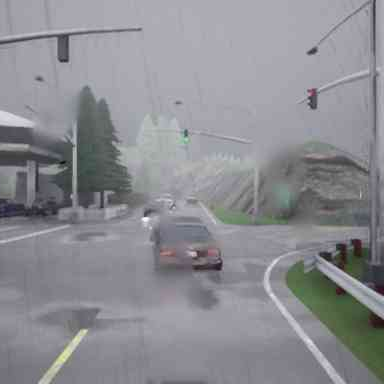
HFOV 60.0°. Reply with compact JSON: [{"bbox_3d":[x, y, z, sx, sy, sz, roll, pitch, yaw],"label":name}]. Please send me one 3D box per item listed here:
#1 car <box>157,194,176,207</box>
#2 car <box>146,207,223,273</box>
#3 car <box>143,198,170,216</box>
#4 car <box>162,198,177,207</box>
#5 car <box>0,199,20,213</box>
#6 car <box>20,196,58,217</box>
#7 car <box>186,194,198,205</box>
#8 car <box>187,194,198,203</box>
[{"bbox_3d":[-3.594,1.305,43.398,2.150,2.045,5.566,0,0,0],"label":"car"},{"bbox_3d":[-0.375,1.507,10.781,2.033,1.411,5.357,0,2,-8],"label":"car"},{"bbox_3d":[-3.600,1.611,33.041,2.033,1.411,5.357,0,0,0],"label":"car"},{"bbox_3d":[-3.560,1.651,54.045,2.033,1.411,5.357,0,0,0],"label":"car"},{"bbox_3d":[-20.240,1.551,36.633,2.242,1.667,4.611,0,0,-1],"label":"car"},{"bbox_3d":[-14.532,1.375,32.356,1.905,1.878,3.866,0,0,-1],"label":"car"},{"bbox_3d":[0.070,1.596,61.698,1.882,1.535,5.008,0,0,0],"label":"car"},{"bbox_3d":[-0.018,1.363,71.908,2.150,2.045,5.566,0,0,-2],"label":"car"}]
